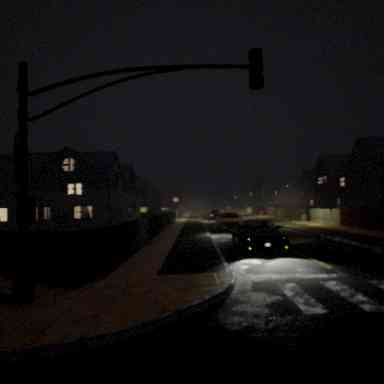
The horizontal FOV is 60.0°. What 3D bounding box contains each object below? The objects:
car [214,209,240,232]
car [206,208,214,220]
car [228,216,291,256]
[{"bbox_3d":[3.092,2.366,27.265,1.882,1.535,5.008,-2,-2,1],"label":"car"},{"bbox_3d":[3.373,3.275,47.913,1.837,1.490,4.892,-2,-3,1],"label":"car"},{"bbox_3d":[2.974,1.946,14.947,1.994,1.385,4.181,-2,-2,0],"label":"car"}]
